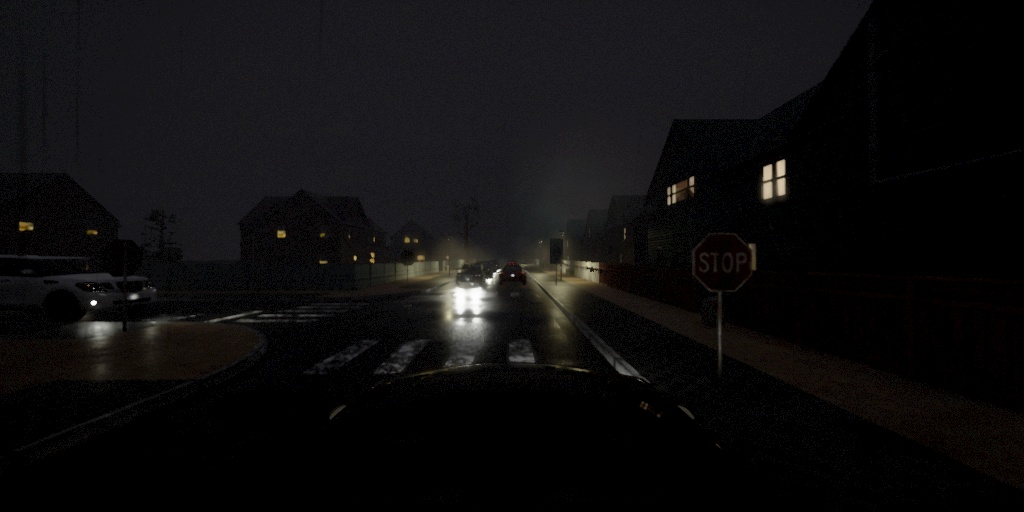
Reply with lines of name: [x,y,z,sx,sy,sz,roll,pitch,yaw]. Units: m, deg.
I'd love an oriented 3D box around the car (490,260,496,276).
car: [-2.914,1.286,35.804,1.882,1.535,5.008,0,0,0]

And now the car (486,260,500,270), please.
car: [-2.907,1.354,56.225,1.837,1.490,4.892,0,0,0]

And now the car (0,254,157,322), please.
car: [-14.986,0.968,11.568,5.566,2.045,2.150,0,-1,-1]

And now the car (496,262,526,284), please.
car: [0.049,1.357,27.595,1.994,1.385,4.181,0,0,0]

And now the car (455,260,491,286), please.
car: [-2.898,1.283,25.940,2.128,1.511,4.902,0,0,0]

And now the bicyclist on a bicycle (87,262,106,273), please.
bicyclist on a bicycle: [-20.243,1.119,17.378,0.582,1.620,1.656,0,0,-1]

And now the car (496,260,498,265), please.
car: [-2.929,1.354,45.865,1.812,1.442,4.674,0,0,0]
